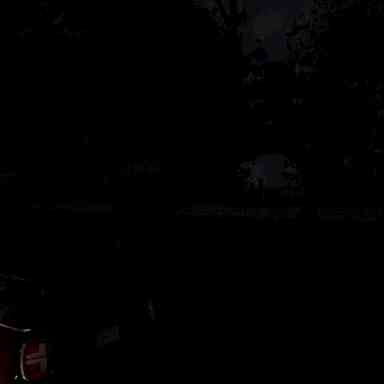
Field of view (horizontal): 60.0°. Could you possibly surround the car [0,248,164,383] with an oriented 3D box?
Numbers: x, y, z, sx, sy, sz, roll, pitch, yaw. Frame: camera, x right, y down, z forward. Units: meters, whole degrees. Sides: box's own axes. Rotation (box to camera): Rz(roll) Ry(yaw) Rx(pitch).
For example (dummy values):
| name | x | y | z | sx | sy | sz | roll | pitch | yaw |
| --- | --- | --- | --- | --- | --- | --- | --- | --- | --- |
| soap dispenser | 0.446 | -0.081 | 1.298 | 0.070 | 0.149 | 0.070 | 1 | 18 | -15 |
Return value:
| name | x | y | z | sx | sy | sz | roll | pitch | yaw |
| --- | --- | --- | --- | --- | --- | --- | --- | --- | --- |
| car | -2.414 | 1.485 | 4.448 | 4.097 | 1.590 | 1.967 | -1 | 0 | 36 |
